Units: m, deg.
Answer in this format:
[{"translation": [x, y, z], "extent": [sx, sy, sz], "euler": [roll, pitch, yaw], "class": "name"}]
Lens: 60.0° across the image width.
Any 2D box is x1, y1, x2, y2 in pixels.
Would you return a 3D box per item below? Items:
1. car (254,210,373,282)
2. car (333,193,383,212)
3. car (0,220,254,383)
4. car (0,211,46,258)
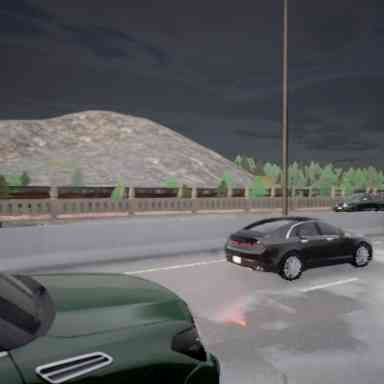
[{"translation": [3.232, 1.475, 9.694], "extent": [4.892, 1.490, 1.837], "euler": [0, 0, -31], "class": "car"}, {"translation": [16.191, 1.152, 31.938], "extent": [5.566, 2.045, 2.150], "euler": [0, 0, -25], "class": "car"}, {"translation": [-2.401, 1.203, 1.957], "extent": [5.566, 2.045, 2.150], "euler": [0, 0, -36], "class": "car"}, {"translation": [-7.968, 1.472, 11.086], "extent": [5.357, 1.411, 2.033], "euler": [0, 0, -35], "class": "car"}]
